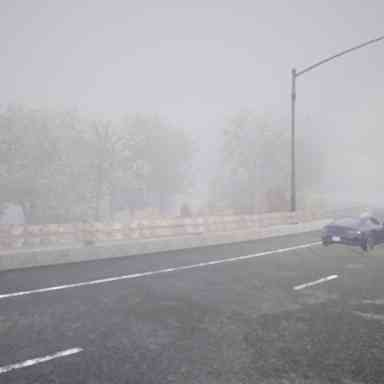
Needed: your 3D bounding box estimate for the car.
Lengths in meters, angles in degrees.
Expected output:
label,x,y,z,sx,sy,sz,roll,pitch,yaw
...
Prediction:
label,x,y,z,sx,sy,sz,roll,pitch,yaw
car,7.456,1.724,14.871,4.674,1.442,1.812,1,-1,-43
